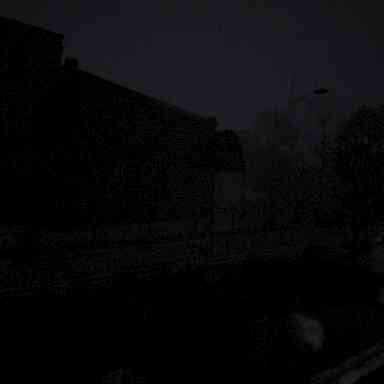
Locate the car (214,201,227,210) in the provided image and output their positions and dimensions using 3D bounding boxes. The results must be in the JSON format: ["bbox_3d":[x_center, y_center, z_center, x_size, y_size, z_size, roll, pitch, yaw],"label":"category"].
[{"bbox_3d":[2.660,1.925,48.625,4.718,1.301,1.895,2,-1,36],"label":"car"}]

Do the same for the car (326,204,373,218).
[{"bbox_3d":[18.051,2.155,38.396,4.902,1.511,2.128,1,-1,22],"label":"car"}]
